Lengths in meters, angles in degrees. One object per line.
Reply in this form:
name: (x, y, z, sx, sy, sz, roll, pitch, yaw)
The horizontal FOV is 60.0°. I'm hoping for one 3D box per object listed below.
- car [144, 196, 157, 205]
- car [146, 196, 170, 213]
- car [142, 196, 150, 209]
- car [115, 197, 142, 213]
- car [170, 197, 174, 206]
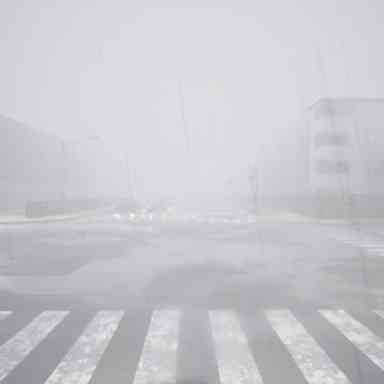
car: (-7.668, 1.533, 61.950, 2.128, 1.511, 4.902, 0, 0, -3)
car: (-3.810, 1.551, 37.992, 1.812, 1.442, 4.674, 0, 0, -1)
car: (-7.288, 1.557, 46.472, 1.812, 1.442, 4.674, 0, 0, -1)
car: (-7.302, 1.377, 37.641, 2.097, 1.767, 4.553, 0, 0, 0)
car: (-3.988, 1.528, 54.360, 2.128, 1.511, 4.902, 0, 0, -1)
